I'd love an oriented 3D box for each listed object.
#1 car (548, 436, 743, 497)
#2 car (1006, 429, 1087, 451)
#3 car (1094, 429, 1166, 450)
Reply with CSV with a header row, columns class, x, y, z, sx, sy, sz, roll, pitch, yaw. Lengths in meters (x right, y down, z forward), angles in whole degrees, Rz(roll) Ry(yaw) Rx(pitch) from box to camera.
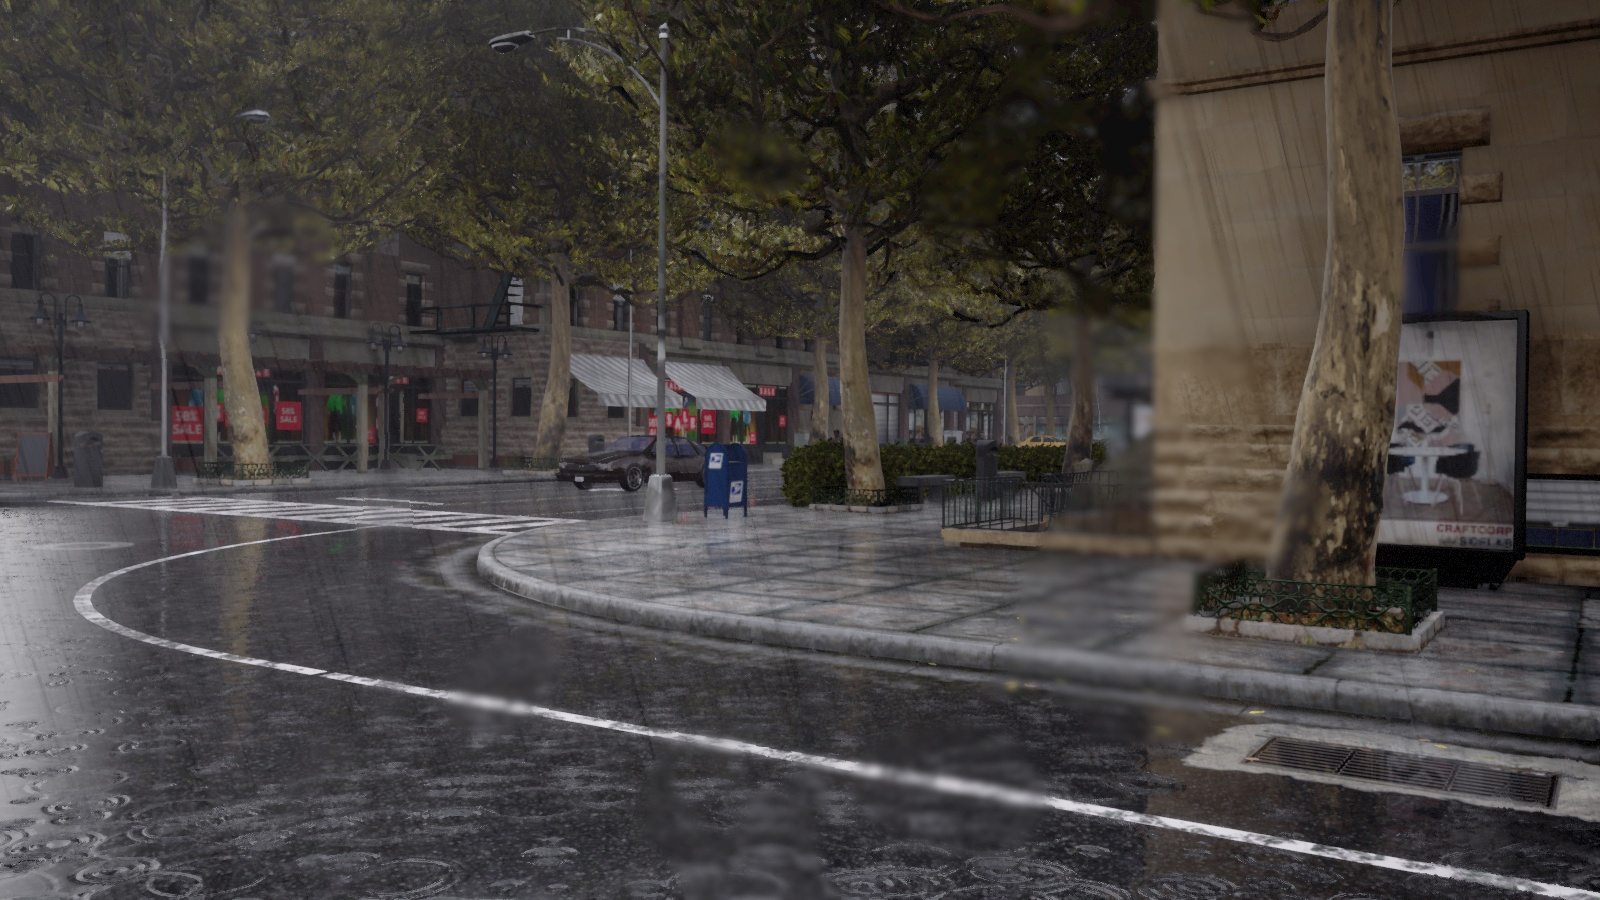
class,x,y,z,sx,sy,sz,roll,pitch,yaw
car,-3.879,0.368,32.640,2.033,1.411,5.357,0,1,33
car,17.662,-0.719,90.086,5.366,1.575,1.801,0,1,32
car,23.861,-0.770,90.952,4.902,1.511,2.128,0,1,11
